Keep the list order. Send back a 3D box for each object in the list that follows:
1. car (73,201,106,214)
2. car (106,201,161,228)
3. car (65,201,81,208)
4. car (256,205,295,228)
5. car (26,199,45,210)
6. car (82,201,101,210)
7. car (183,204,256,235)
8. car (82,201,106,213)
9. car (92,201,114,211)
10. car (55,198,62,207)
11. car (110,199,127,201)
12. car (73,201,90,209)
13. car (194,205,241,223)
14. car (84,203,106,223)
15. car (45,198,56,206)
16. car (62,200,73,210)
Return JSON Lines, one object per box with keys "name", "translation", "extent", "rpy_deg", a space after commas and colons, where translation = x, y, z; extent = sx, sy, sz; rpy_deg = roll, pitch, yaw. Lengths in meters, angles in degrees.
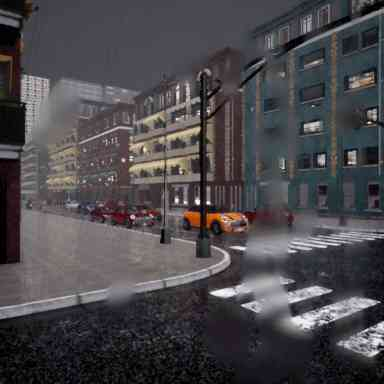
{"name": "car", "translation": [-12.125, 1.824, 39.563], "extent": [2.097, 1.767, 4.553], "rpy_deg": [0, -1, -35]}
{"name": "car", "translation": [-4.341, 1.694, 24.095], "extent": [1.967, 1.590, 4.097], "rpy_deg": [-1, 0, -35]}
{"name": "car", "translation": [-23.337, 2.377, 65.003], "extent": [1.947, 1.339, 4.313], "rpy_deg": [-1, 0, -35]}
{"name": "car", "translation": [5.291, 1.639, 24.088], "extent": [1.967, 1.590, 4.097], "rpy_deg": [-1, 0, -35]}
{"name": "car", "translation": [-26.604, 2.171, 55.922], "extent": [1.967, 1.590, 4.097], "rpy_deg": [-1, 0, -35]}
{"name": "car", "translation": [-16.976, 2.258, 55.909], "extent": [1.802, 1.307, 4.206], "rpy_deg": [-1, 0, -35]}
{"name": "car", "translation": [1.358, 1.531, 20.284], "extent": [2.097, 1.767, 4.553], "rpy_deg": [0, -1, -35]}
{"name": "car", "translation": [-14.020, 2.090, 47.292], "extent": [1.812, 1.442, 4.674], "rpy_deg": [0, -1, -35]}
{"name": "car", "translation": [-13.796, 2.159, 51.363], "extent": [2.008, 1.369, 4.403], "rpy_deg": [-1, 0, -35]}
{"name": "car", "translation": [-26.518, 2.429, 69.549], "extent": [2.008, 1.369, 4.403], "rpy_deg": [-1, 0, -35]}
{"name": "car", "translation": [-10.620, 1.855, 46.817], "extent": [2.192, 1.841, 5.009], "rpy_deg": [-1, 0, -35]}
{"name": "car", "translation": [-20.157, 2.326, 60.456], "extent": [1.802, 1.307, 4.206], "rpy_deg": [-1, 0, -35]}
{"name": "car", "translation": [2.110, 1.849, 28.632], "extent": [1.802, 1.307, 4.206], "rpy_deg": [-1, 0, -35]}
{"name": "car", "translation": [-7.519, 1.904, 28.641], "extent": [1.802, 1.307, 4.206], "rpy_deg": [-1, 0, -35]}
{"name": "car", "translation": [-32.882, 2.328, 78.644], "extent": [2.192, 1.841, 5.009], "rpy_deg": [-1, 0, -35]}
{"name": "car", "translation": [-19.718, 2.212, 55.369], "extent": [1.812, 1.442, 4.674], "rpy_deg": [0, -1, -35]}
